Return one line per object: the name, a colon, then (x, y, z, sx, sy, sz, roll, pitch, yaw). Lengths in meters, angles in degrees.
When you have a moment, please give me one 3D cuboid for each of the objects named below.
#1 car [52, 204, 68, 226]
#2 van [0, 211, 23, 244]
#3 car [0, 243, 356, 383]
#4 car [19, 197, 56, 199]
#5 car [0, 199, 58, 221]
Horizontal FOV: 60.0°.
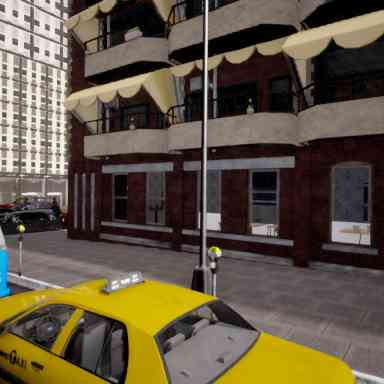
car: (-6.970, 1.685, 23.207, 1.887, 1.381, 4.507, 1, 0, 36)
van: (-5.324, 1.339, 6.662, 3.998, 1.788, 1.690, 0, 1, 36)
car: (-0.902, 1.525, 3.508, 4.829, 1.417, 1.752, 0, 1, 36)
car: (-13.757, 1.339, 28.117, 2.192, 1.841, 5.009, 1, 0, 36)
car: (-12.478, 1.544, 25.451, 2.128, 1.511, 4.902, 1, 0, 36)
